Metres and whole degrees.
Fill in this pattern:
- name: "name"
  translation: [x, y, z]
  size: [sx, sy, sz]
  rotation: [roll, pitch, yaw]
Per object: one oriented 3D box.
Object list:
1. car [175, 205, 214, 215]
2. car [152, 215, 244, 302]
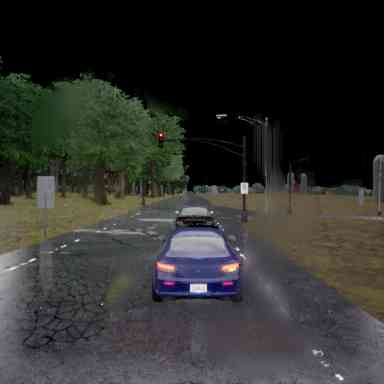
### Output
- name: "car"
  translation: [0.132, 1.430, 17.403]
  size: [1.882, 1.535, 5.008]
  rotation: [0, 0, 0]
- name: "car"
  translation: [0.119, 1.515, 8.124]
  size: [1.812, 1.442, 4.674]
  rotation: [0, 0, 0]
